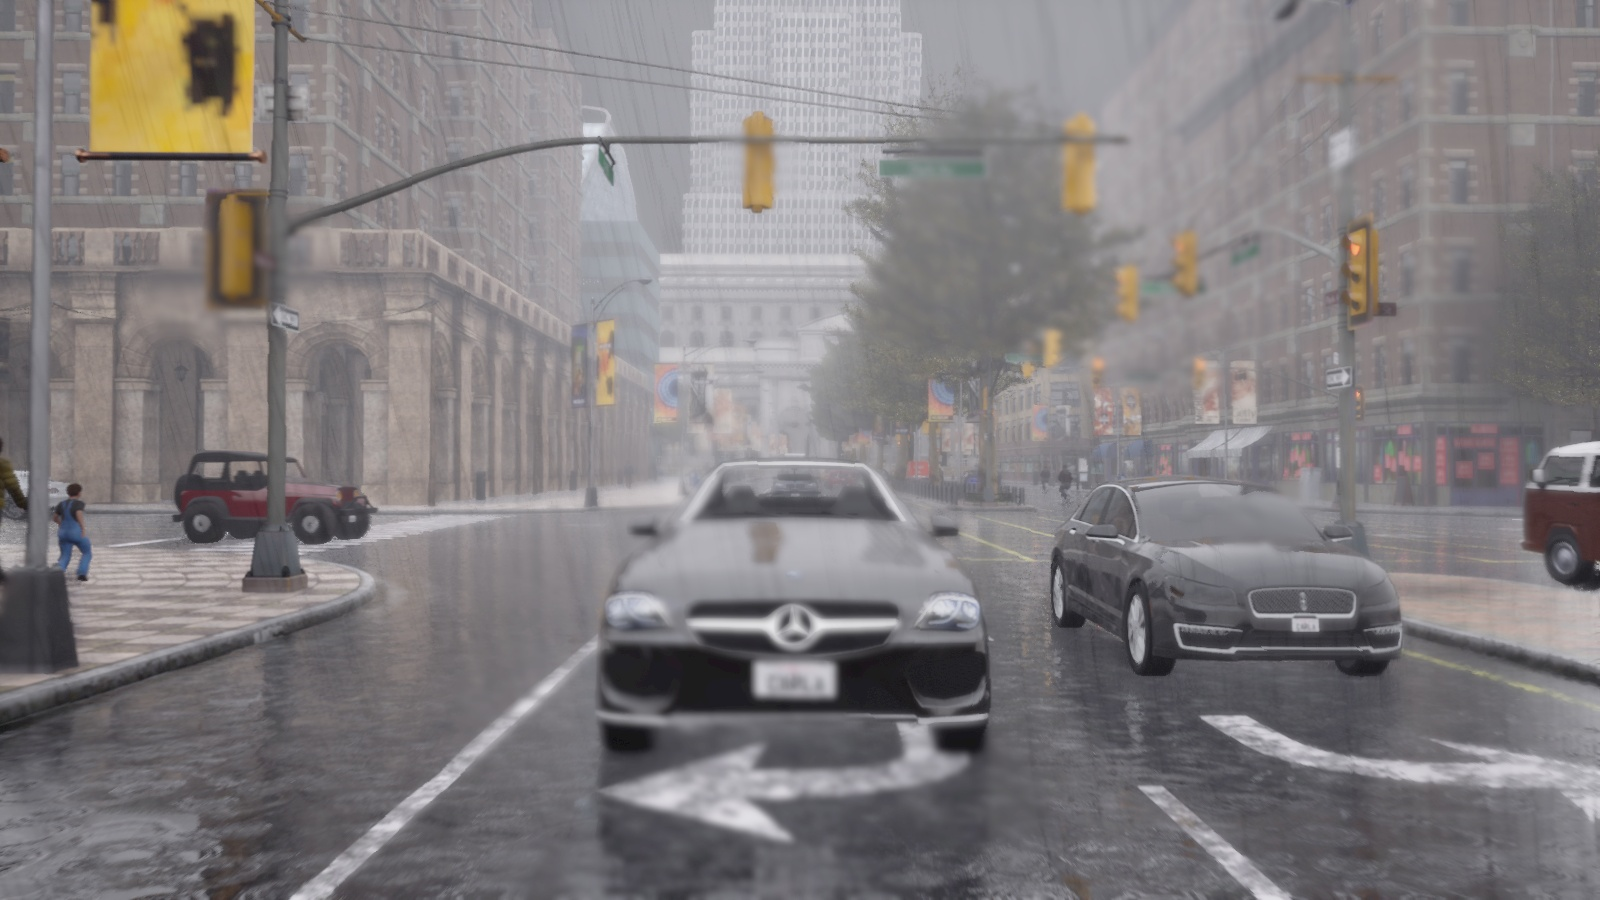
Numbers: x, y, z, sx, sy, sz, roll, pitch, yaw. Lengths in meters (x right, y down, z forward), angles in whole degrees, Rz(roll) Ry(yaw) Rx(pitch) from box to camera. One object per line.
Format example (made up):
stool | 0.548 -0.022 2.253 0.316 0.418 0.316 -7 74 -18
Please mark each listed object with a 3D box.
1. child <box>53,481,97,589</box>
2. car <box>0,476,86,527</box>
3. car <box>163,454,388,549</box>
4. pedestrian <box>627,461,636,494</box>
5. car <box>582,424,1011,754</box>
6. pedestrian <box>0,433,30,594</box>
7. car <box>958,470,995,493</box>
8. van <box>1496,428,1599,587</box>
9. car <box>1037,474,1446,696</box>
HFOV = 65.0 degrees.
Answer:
child | -8.662 1.011 15.008 0.270 1.263 0.437 0 -1 -1
car | -23.729 1.489 36.725 4.674 1.442 1.812 0 -1 0
car | -10.838 1.047 26.119 3.866 1.878 1.905 0 -1 5
pedestrian | -10.252 1.669 76.537 0.423 1.949 0.788 0 -1 0
car | -0.022 0.723 8.836 2.152 1.651 5.027 0 -1 0
pedestrian | -9.312 0.725 14.489 0.370 1.835 0.726 0 -1 3
car | 11.273 1.998 80.356 1.816 1.474 4.193 0 -1 0
van | 11.294 0.737 16.083 2.069 2.038 4.480 0 0 -4
car | 3.473 0.970 11.010 1.837 1.490 4.892 0 -1 0
